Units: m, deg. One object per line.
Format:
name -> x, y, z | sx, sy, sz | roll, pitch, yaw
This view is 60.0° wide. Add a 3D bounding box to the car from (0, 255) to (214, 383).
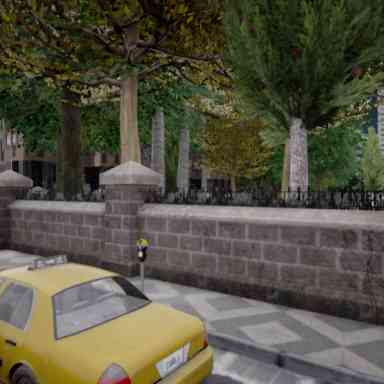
car -> -2.052, 1.525, 4.419 | 4.829, 1.417, 1.752 | 0, 0, 35
